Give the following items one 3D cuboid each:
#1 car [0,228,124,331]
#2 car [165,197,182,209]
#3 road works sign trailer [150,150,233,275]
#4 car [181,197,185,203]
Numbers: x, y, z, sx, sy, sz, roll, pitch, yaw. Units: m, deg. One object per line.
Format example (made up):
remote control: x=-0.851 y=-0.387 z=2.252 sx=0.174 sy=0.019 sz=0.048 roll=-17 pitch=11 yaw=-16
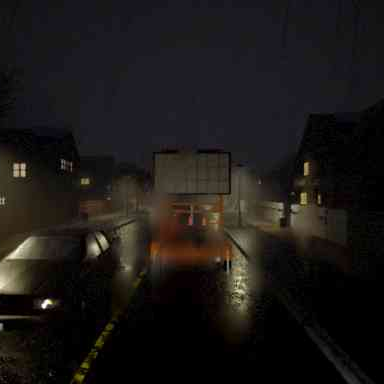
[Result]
car: x=-2.850 y=1.559 z=7.447 sx=2.033 sy=1.411 sz=5.357 roll=0 pitch=0 yaw=0
car: x=-2.842 y=1.833 z=48.318 sx=1.895 sy=1.301 sz=4.718 roll=0 pitch=0 yaw=0
road works sign trailer: x=-0.002 y=0.484 z=10.454 sx=2.380 sy=3.560 sz=2.880 roll=0 pitch=0 yaw=1
car: x=-2.737 y=2.134 z=86.502 sx=1.882 sy=1.535 sz=5.008 roll=0 pitch=-1 yaw=0
